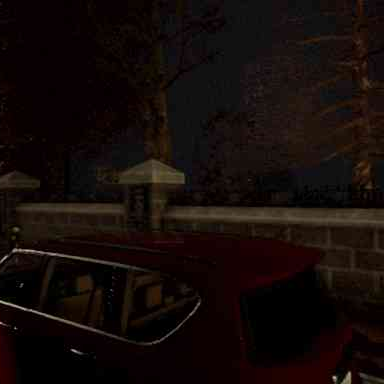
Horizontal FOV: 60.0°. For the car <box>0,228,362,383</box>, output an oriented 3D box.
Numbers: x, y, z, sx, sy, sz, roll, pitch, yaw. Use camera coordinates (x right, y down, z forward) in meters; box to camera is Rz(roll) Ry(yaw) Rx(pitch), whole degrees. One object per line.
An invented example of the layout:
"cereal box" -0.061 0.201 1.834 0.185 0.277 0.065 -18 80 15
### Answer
"car" -0.943 1.334 3.556 5.009 1.841 2.192 0 -1 36
